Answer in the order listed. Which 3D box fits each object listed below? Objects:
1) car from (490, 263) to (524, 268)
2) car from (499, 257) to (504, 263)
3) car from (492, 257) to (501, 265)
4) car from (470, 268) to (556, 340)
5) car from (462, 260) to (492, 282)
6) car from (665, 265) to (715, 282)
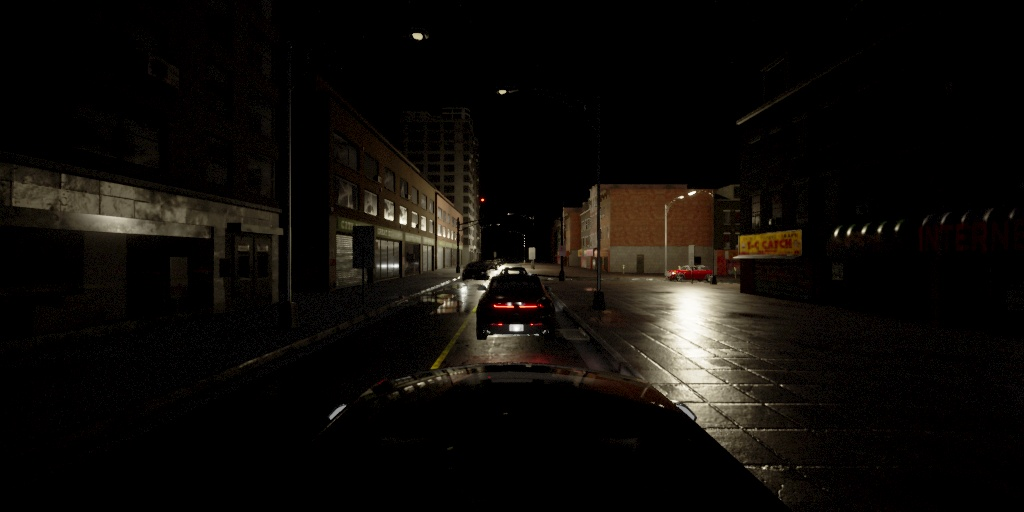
[{"bbox_3d":[0.093,1.298,19.546,2.033,1.411,5.357,0,0,0],"label":"car"},{"bbox_3d":[-2.866,1.247,63.865,1.837,1.490,4.892,0,-1,0],"label":"car"},{"bbox_3d":[-2.889,1.255,48.698,1.837,1.490,4.892,0,0,0],"label":"car"},{"bbox_3d":[0.085,1.255,9.935,1.837,1.490,4.892,0,0,0],"label":"car"},{"bbox_3d":[-2.873,1.229,28.985,1.882,1.535,5.008,0,0,0],"label":"car"},{"bbox_3d":[16.332,1.574,33.134,4.097,1.591,1.967,0,0,0],"label":"car"}]
